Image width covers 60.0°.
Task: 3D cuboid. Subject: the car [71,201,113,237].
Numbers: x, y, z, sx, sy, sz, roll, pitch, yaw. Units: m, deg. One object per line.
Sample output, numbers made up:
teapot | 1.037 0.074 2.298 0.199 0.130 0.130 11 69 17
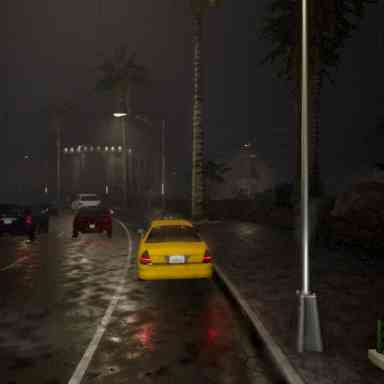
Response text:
car | -5.397 1.473 18.269 1.882 1.535 5.008 0 0 -15

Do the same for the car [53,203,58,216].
car | -13.886 1.553 31.321 1.994 1.385 4.181 0 0 -28

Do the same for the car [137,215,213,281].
car | -0.649 1.456 9.853 1.801 1.575 5.366 0 0 -7

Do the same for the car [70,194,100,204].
car | -10.217 1.216 31.918 2.150 2.045 5.566 0 0 -27

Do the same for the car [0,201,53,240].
car | -8.611 1.344 16.744 2.097 1.767 4.553 0 0 -14
